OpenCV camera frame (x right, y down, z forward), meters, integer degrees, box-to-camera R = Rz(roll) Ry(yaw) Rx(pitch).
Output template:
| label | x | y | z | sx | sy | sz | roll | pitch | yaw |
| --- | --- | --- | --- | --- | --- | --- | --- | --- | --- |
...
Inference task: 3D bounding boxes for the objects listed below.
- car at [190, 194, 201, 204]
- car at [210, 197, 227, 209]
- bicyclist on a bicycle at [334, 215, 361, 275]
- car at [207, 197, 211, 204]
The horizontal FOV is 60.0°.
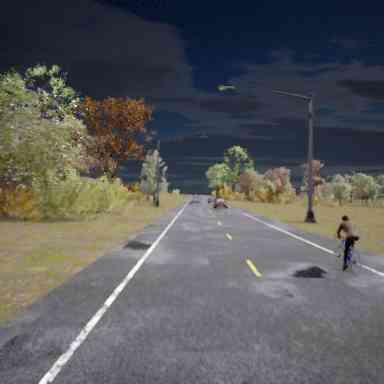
| label | x | y | z | sx | sy | sz | roll | pitch | yaw |
| --- | --- | --- | --- | --- | --- | --- | --- | --- | --- |
| car | 0.719 | 1.502 | 65.273 | 2.097 | 1.767 | 4.553 | 0 | 0 | 1 |
| car | 4.144 | 1.668 | 49.312 | 1.812 | 1.442 | 4.674 | 0 | 0 | 1 |
| bicyclist on a bicycle | 4.557 | 1.512 | 9.773 | 0.582 | 1.620 | 1.656 | 0 | 0 | 1 |
| car | 4.302 | 1.732 | 71.502 | 2.033 | 1.411 | 5.357 | 0 | 0 | 1 |
